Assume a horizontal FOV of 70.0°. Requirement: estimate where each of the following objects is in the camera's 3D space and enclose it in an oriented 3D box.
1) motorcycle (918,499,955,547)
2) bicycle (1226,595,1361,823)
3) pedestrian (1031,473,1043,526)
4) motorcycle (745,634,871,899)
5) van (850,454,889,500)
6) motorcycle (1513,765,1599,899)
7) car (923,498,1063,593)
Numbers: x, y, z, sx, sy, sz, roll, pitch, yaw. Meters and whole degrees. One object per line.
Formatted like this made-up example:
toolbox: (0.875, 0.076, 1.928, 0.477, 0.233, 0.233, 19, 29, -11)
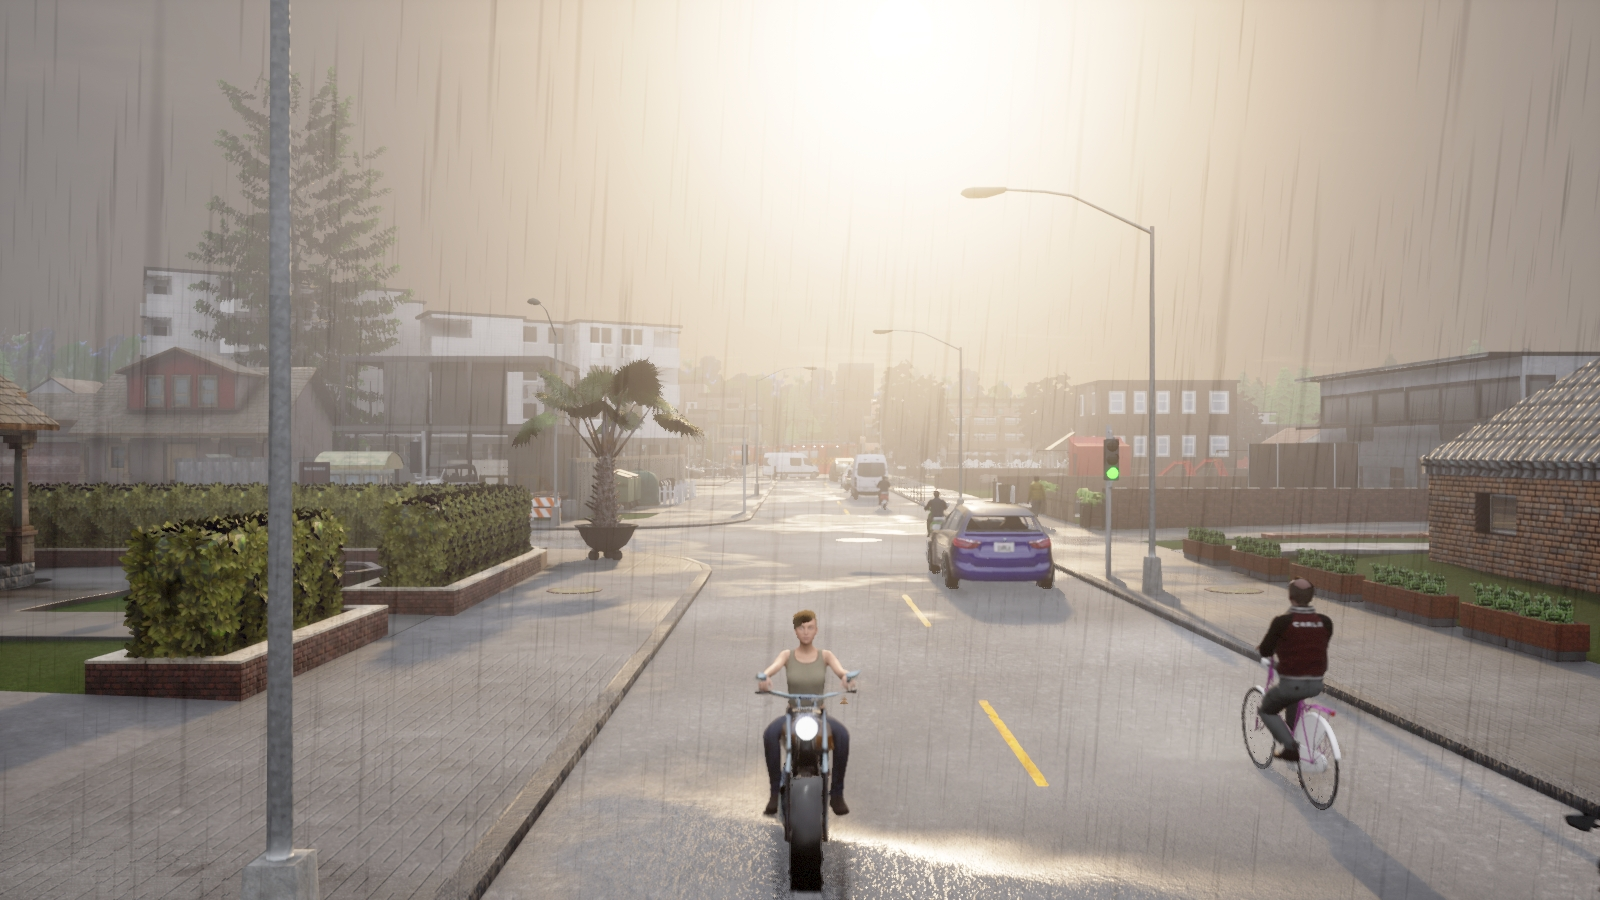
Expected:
motorcycle: (4.027, 2.142, 33.839, 0.856, 1.316, 1.805, 0, 0, 0)
bicycle: (4.044, 2.060, 9.488, 0.329, 1.471, 1.835, 0, 0, 0)
pedestrian: (8.365, 1.744, 40.295, 0.375, 1.860, 0.375, 0, 0, 3)
motorcycle: (0.053, 2.155, 8.114, 0.764, 1.307, 2.356, 0, 0, 0)
van: (4.020, 1.535, 66.708, 1.988, 2.561, 5.915, 0, 0, 1)
motorcycle: (3.999, 2.186, 4.752, 0.803, 1.199, 2.033, 0, 0, 0)
car: (4.029, 1.967, 24.645, 2.242, 1.667, 4.611, 0, 0, 0)
